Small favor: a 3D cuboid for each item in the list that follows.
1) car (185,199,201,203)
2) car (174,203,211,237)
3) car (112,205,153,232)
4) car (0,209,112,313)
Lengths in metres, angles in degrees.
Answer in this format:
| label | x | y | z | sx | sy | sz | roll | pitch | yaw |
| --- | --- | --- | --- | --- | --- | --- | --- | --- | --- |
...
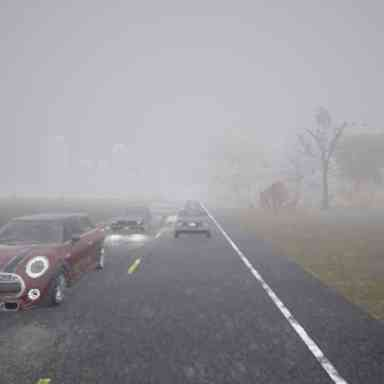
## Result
| label | x | y | z | sx | sy | sz | roll | pitch | yaw |
| --- | --- | --- | --- | --- | --- | --- | --- | --- | --- |
| car | 0.094 | 1.541 | 40.885 | 1.994 | 1.385 | 4.181 | 0 | 0 | 0 |
| car | 0.054 | 1.537 | 17.775 | 2.033 | 1.411 | 5.357 | 0 | 0 | 1 |
| car | -3.500 | 1.535 | 20.417 | 2.033 | 1.411 | 5.357 | 0 | 0 | 0 |
| car | -3.576 | 1.347 | 7.900 | 2.097 | 1.767 | 4.553 | 0 | 0 | 0 |
